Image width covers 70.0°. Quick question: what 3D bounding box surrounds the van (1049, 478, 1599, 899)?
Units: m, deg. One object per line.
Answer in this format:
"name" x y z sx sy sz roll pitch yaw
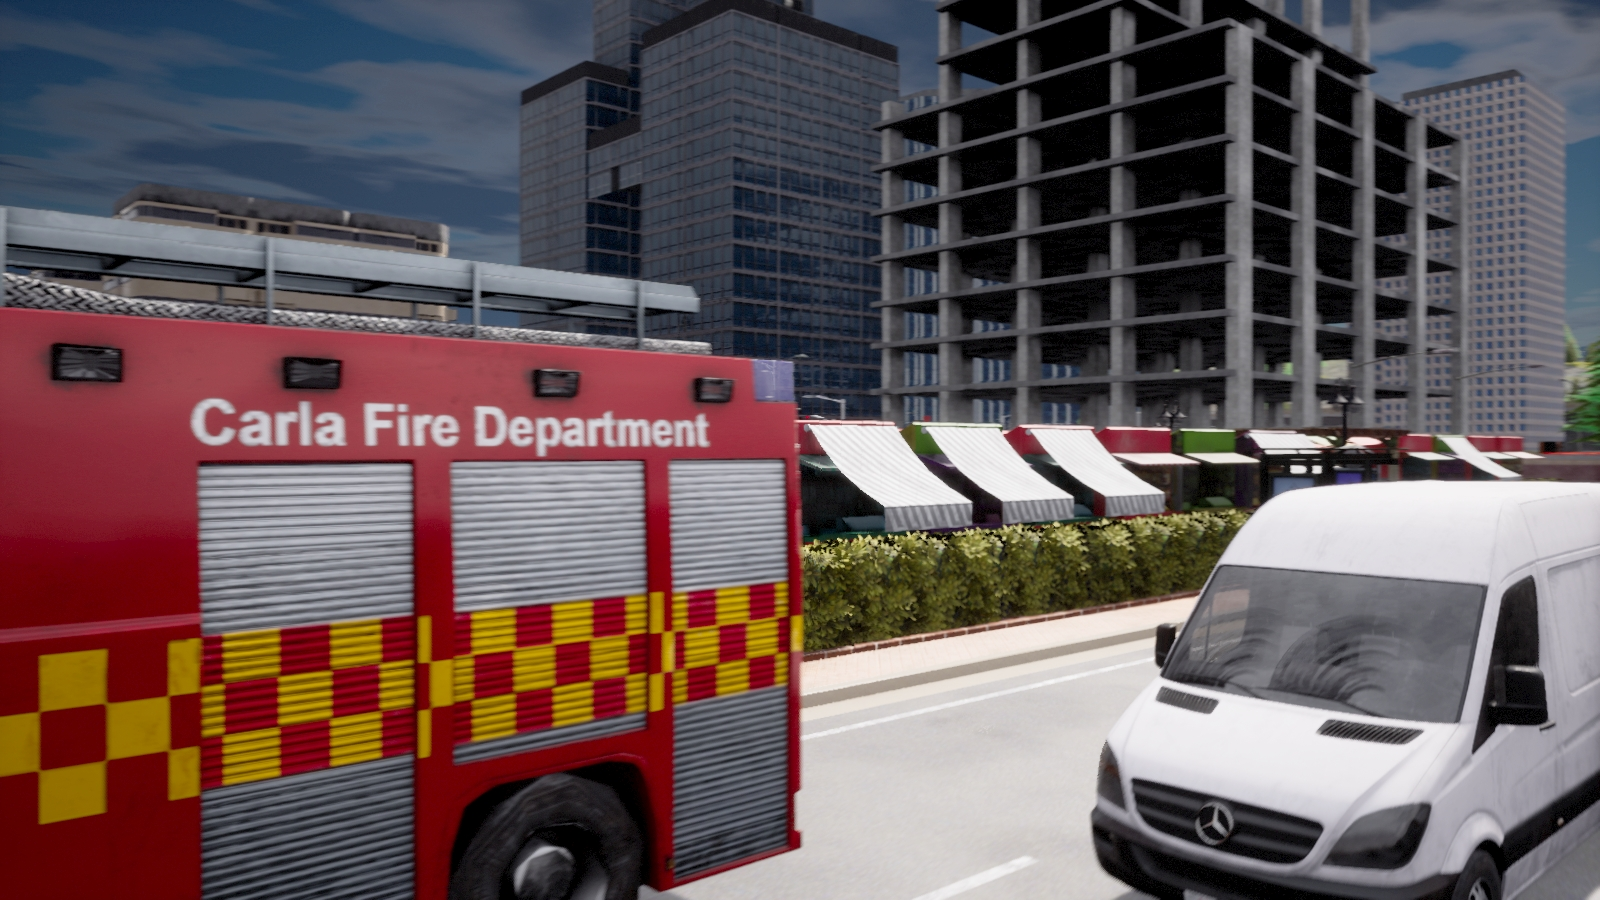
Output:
"van" 4.333 1.539 7.961 5.915 2.561 1.988 0 0 -42

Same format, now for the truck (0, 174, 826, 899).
"truck" -3.964 0.898 5.238 8.468 3.827 2.891 0 0 -42
